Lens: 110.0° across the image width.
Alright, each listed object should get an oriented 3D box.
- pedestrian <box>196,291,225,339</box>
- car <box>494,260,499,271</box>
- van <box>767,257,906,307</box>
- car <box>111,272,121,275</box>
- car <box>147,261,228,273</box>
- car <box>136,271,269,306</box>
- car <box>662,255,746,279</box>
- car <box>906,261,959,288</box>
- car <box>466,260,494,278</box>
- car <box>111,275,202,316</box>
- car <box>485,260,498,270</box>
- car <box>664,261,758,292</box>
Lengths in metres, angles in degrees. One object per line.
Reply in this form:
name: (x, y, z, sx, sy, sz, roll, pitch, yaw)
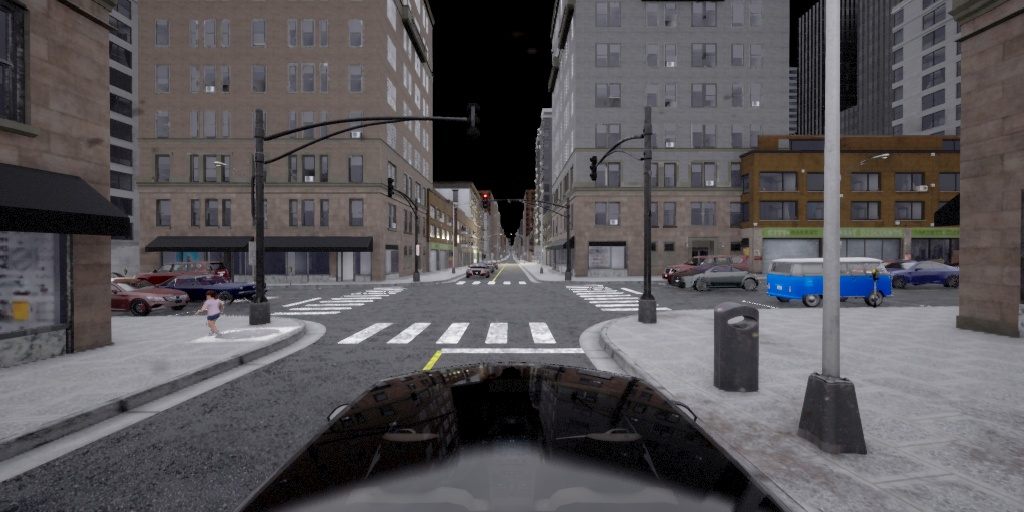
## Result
pedestrian: (-6.636, 1.272, 8.040, 0.500, 1.100, 0.500, 0, 0, 0)
car: (-3.105, 1.256, 43.836, 2.128, 1.511, 4.902, 0, 0, 0)
van: (12.114, 0.957, 13.772, 3.998, 1.789, 1.690, 0, 0, 0)
car: (-26.026, 1.551, 22.192, 4.829, 1.417, 1.751, 0, 0, 0)
car: (-20.351, 1.271, 22.207, 5.009, 1.841, 2.192, 0, 0, 0)
car: (-13.959, 1.517, 16.362, 4.718, 1.301, 1.895, -1, 0, 0)
car: (12.090, 0.872, 22.298, 5.009, 1.841, 2.192, 0, 0, 0)
car: (21.817, 0.982, 19.667, 4.674, 1.442, 1.812, -1, 0, 0)
car: (-3.096, 1.319, 33.643, 1.994, 1.385, 4.181, 0, 0, 1)
car: (-14.822, 1.528, 13.697, 4.207, 1.307, 1.802, 0, 0, 0)
car: (-3.092, 1.305, 54.701, 1.812, 1.442, 4.674, 0, 0, 0)
car: (10.965, 1.154, 19.577, 4.181, 1.385, 1.994, -1, 0, -2)
